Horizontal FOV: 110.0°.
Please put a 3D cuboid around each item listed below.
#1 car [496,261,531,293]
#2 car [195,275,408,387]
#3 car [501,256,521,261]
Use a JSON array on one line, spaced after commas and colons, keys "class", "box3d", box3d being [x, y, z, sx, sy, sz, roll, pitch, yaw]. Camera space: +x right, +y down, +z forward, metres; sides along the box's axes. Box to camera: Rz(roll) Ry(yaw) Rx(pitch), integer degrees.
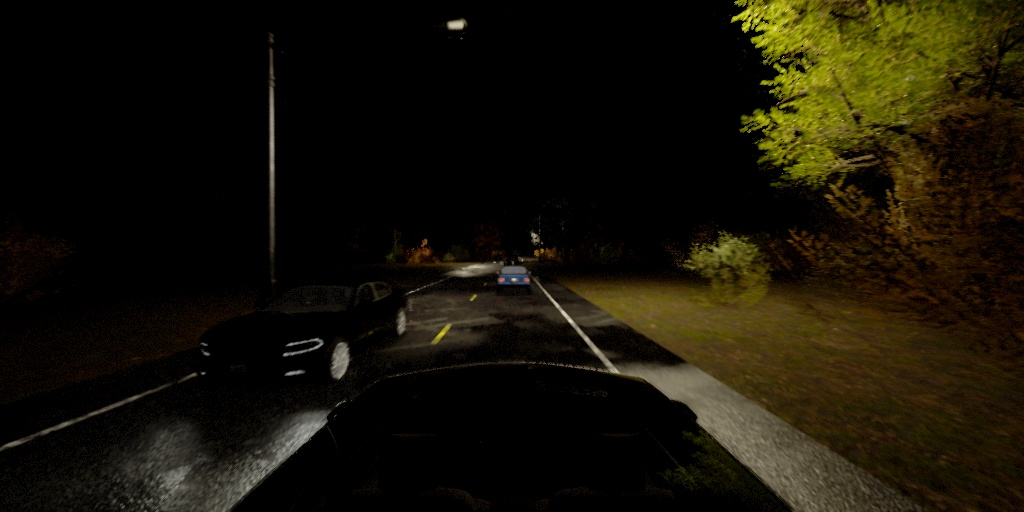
[{"class": "car", "box3d": [0.096, 1.173, 19.851, 2.033, 1.411, 5.357, 0, 0, 0]}, {"class": "car", "box3d": [-3.597, 1.190, 7.205, 1.882, 1.535, 5.008, 0, 0, 0]}, {"class": "car", "box3d": [0.087, 0.812, 44.281, 2.097, 1.767, 4.553, 0, 0, 0]}]
